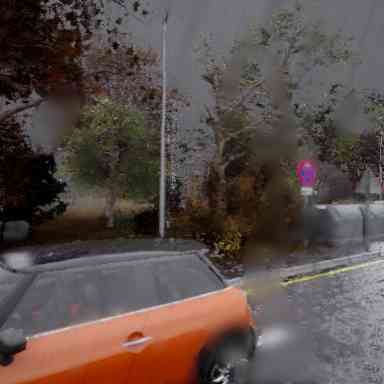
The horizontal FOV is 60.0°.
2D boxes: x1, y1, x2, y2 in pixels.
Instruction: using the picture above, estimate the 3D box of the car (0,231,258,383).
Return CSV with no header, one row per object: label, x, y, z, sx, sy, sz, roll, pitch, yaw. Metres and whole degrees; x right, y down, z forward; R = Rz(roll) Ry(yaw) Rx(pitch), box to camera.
car,-1.492,1.358,3.382,4.553,1.767,2.097,1,0,-36
